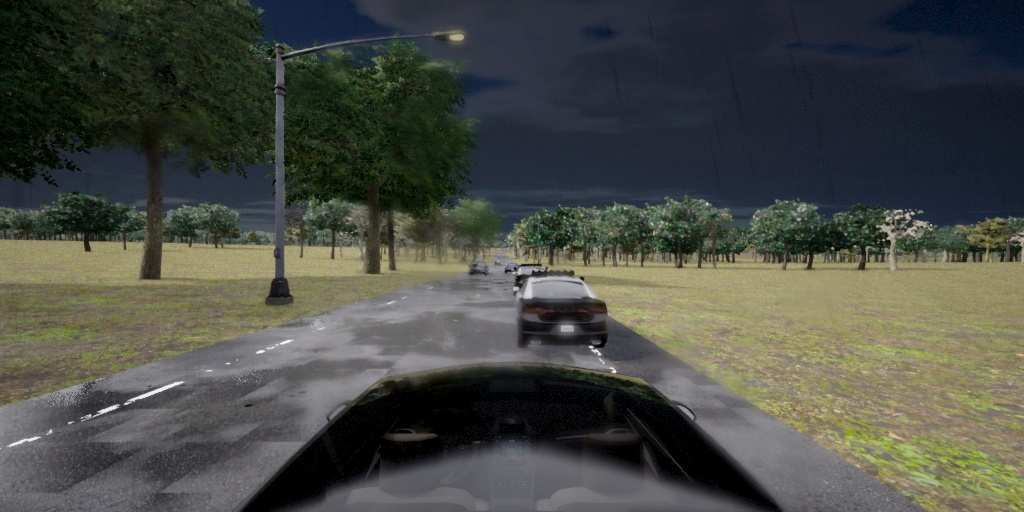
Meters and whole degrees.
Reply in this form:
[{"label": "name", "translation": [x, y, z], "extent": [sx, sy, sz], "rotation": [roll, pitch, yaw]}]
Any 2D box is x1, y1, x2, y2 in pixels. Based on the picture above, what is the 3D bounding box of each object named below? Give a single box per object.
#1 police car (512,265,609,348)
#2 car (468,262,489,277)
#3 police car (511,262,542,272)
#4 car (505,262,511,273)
[{"label": "police car", "translation": [1.050, 1.183, 9.401], "extent": [1.930, 1.638, 5.238], "rotation": [0, 0, 0]}, {"label": "car", "translation": [-3.598, 1.441, 39.377], "extent": [1.837, 1.490, 4.892], "rotation": [0, 0, 0]}, {"label": "police car", "translation": [1.051, 1.219, 19.406], "extent": [1.930, 1.638, 5.238], "rotation": [0, 0, 0]}, {"label": "car", "translation": [0.027, 1.571, 47.843], "extent": [1.994, 1.385, 4.181], "rotation": [0, 0, 0]}]
